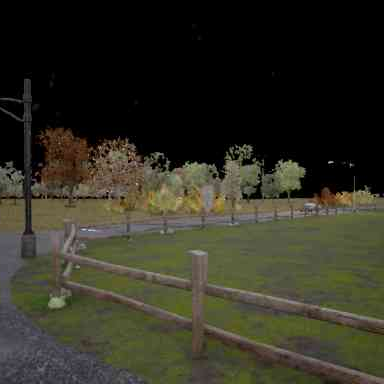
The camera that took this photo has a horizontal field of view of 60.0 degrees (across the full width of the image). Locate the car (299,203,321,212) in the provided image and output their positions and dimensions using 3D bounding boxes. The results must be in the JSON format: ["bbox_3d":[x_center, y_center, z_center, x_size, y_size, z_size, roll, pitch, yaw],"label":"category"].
[{"bbox_3d":[18.923,2.449,52.946,2.033,1.411,5.357,-1,-2,40],"label":"car"}]
